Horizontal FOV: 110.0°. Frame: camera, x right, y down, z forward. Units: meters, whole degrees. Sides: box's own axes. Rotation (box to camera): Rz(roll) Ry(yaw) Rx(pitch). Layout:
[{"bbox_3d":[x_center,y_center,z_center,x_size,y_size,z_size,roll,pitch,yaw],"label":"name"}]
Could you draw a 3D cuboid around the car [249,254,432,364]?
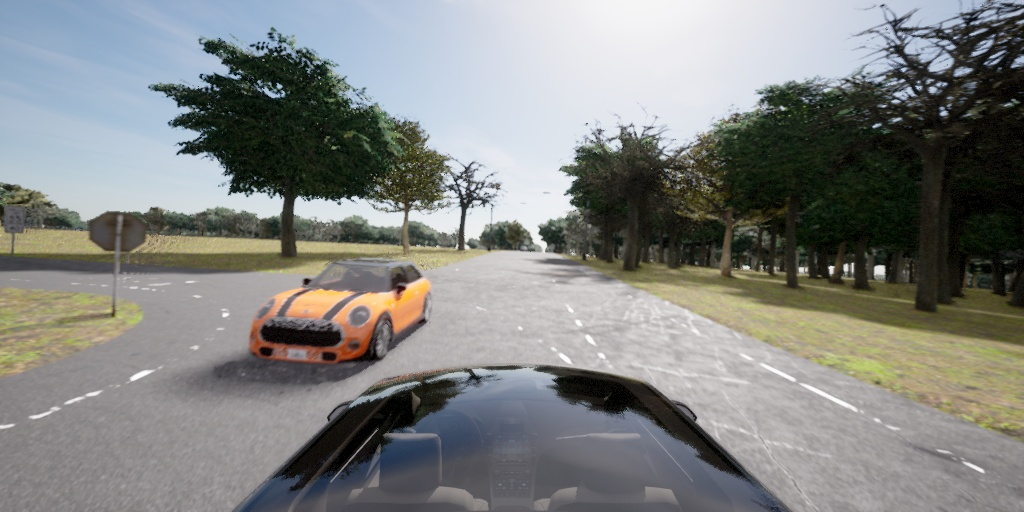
[{"bbox_3d":[-3.231,0.870,7.806,2.097,1.767,4.553,4,2,2],"label":"car"}]
